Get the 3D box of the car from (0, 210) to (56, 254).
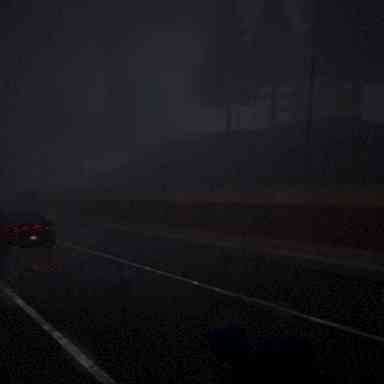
[{"bbox_3d":[-7.283,1.484,13.687,1.882,1.535,5.008,-1,1,-42],"label":"car"}]
